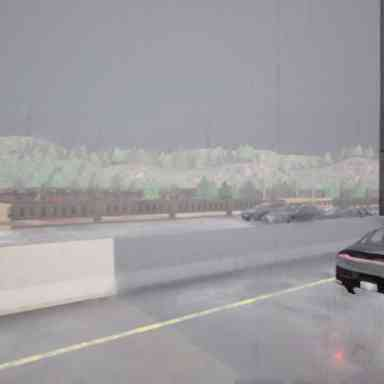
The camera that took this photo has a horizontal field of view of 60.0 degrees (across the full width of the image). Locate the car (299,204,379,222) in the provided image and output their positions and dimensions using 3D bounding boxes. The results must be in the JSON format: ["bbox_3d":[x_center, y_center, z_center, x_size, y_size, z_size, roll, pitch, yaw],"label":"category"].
[{"bbox_3d":[8.703,1.555,18.797,5.357,1.411,2.033,0,0,-35],"label":"car"}]

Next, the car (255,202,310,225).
[{"bbox_3d":[6.800,1.499,21.737,4.902,1.511,2.128,0,0,-35],"label":"car"}]

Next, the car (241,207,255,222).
[{"bbox_3d":[5.881,1.513,25.380,4.892,1.490,1.837,0,0,-35],"label":"car"}]

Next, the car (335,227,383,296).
[{"bbox_3d":[5.181,1.495,7.442,4.902,1.511,2.128,0,0,-35],"label":"car"}]
